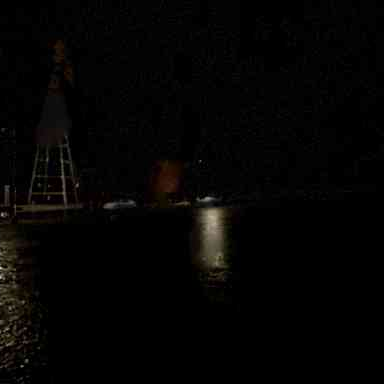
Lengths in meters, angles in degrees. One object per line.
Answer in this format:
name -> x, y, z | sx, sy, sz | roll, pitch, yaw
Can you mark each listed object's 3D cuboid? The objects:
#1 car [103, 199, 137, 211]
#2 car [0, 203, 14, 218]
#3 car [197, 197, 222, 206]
car -> -9.112, 1.645, 42.500 | 1.812, 1.442, 4.674 | 0, 0, 38
car -> -18.699, 1.681, 29.952 | 1.837, 1.490, 4.892 | 0, 1, 37
car -> 3.120, 1.610, 57.995 | 2.033, 1.411, 5.357 | 0, 0, 38
